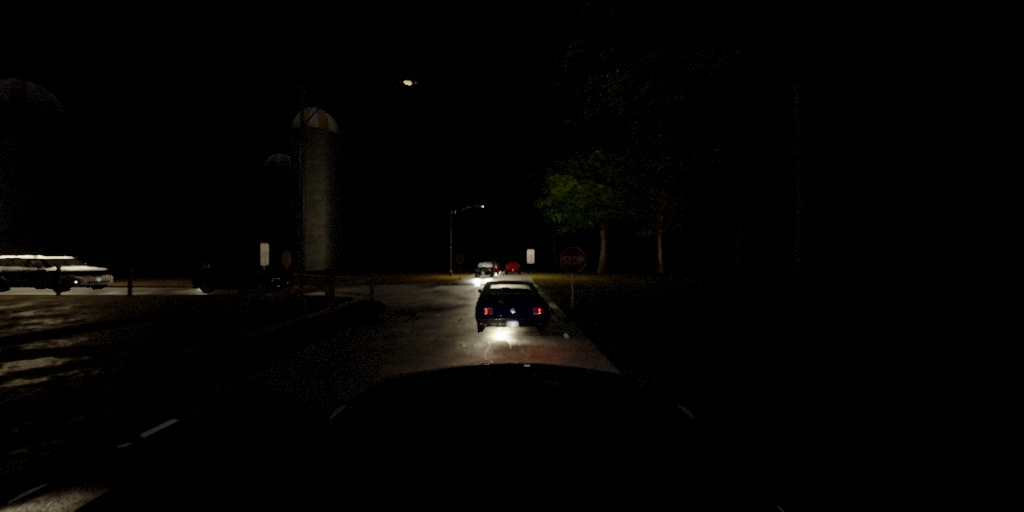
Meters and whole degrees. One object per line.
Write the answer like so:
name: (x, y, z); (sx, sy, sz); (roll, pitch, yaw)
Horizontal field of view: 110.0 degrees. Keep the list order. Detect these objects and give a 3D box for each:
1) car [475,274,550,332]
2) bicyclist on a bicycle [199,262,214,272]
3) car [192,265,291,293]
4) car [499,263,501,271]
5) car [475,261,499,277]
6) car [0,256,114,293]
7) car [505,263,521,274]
car: (-0.123, 1.398, 11.036); (1.895, 1.301, 4.718); (0, 0, -4)
bicyclist on a bicycle: (-22.725, 1.262, 26.720); (0.582, 1.620, 1.656); (0, 0, 0)
car: (-15.537, 1.289, 20.838); (5.008, 1.535, 1.882); (0, 0, -2)
car: (-2.816, 1.408, 47.892); (2.097, 1.767, 4.553); (0, -1, 0)
car: (-2.824, 1.454, 37.885); (2.128, 1.511, 4.902); (0, 0, 0)
car: (-26.678, 1.004, 20.715); (5.566, 2.045, 2.150); (0, 0, -1)
car: (0.123, 1.564, 46.191); (1.812, 1.442, 4.674); (0, -1, 0)
